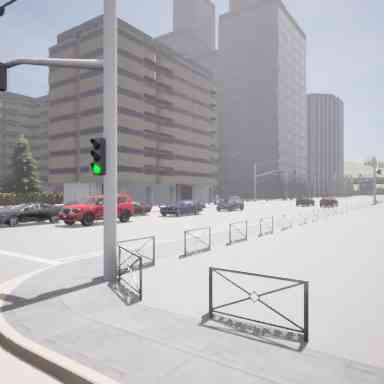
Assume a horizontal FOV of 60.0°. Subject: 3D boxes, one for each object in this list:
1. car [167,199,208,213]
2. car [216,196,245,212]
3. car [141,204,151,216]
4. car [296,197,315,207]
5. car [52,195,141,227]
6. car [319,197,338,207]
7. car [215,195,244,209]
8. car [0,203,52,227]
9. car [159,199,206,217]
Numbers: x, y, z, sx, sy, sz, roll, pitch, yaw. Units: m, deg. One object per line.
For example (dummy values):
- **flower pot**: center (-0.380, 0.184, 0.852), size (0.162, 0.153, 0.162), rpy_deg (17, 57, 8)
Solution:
- **car**: center (-0.407, 1.547, 38.601), size (2.033, 1.411, 5.357), rpy_deg (0, 0, 35)
- **car**: center (4.679, 1.526, 39.790), size (1.812, 1.442, 4.674), rpy_deg (0, 0, 35)
- **car**: center (-5.953, 1.601, 30.557), size (1.895, 1.301, 4.718), rpy_deg (0, 0, 35)
- **car**: center (17.950, 1.478, 52.546), size (1.882, 1.535, 5.008), rpy_deg (0, 0, 35)
- **car**: center (-6.550, 1.221, 23.524), size (2.150, 2.045, 5.566), rpy_deg (0, 0, 35)
- **car**: center (20.874, 1.478, 50.652), size (1.882, 1.535, 5.008), rpy_deg (0, 0, 35)
- **car**: center (5.385, 1.352, 46.938), size (2.097, 1.767, 4.553), rpy_deg (0, 0, 35)
- **car**: center (-11.213, 1.492, 22.925), size (2.128, 1.511, 4.902), rpy_deg (0, 0, 35)
- **car**: center (-1.006, 1.601, 31.569), size (1.895, 1.301, 4.718), rpy_deg (0, 0, 35)
